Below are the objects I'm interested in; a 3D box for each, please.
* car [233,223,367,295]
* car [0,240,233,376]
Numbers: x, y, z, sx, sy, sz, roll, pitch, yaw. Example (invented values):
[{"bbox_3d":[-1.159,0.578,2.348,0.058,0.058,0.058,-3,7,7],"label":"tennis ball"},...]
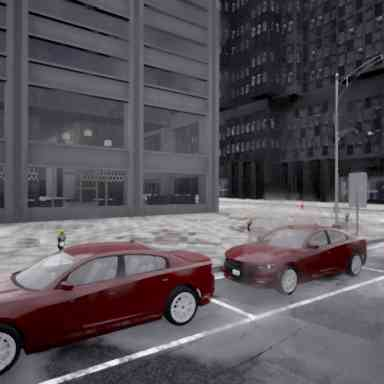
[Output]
[{"bbox_3d":[2.803,1.543,8.707,4.507,1.381,1.887,0,0,-36],"label":"car"},{"bbox_3d":[-1.679,1.544,5.475,4.507,1.381,1.887,0,0,-36],"label":"car"}]
